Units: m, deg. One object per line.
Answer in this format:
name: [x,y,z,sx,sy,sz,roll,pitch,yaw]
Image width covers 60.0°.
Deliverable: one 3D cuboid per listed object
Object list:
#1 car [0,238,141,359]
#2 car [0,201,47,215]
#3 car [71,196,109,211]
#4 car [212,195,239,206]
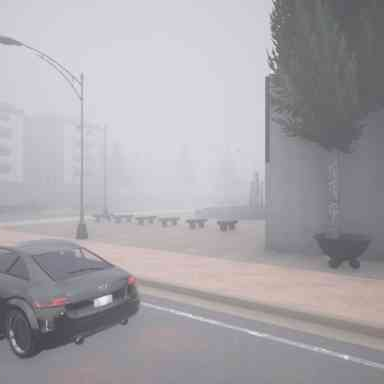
car: [-2.929,1.564,6.047,4.181,1.385,1.994,0,0,36]
car: [-17.651,1.601,34.352,1.895,1.301,4.718,0,0,33]
car: [-12.698,1.353,41.367,2.097,1.767,4.553,0,0,38]
car: [5.551,1.351,55.881,4.553,1.767,2.097,0,0,-24]
